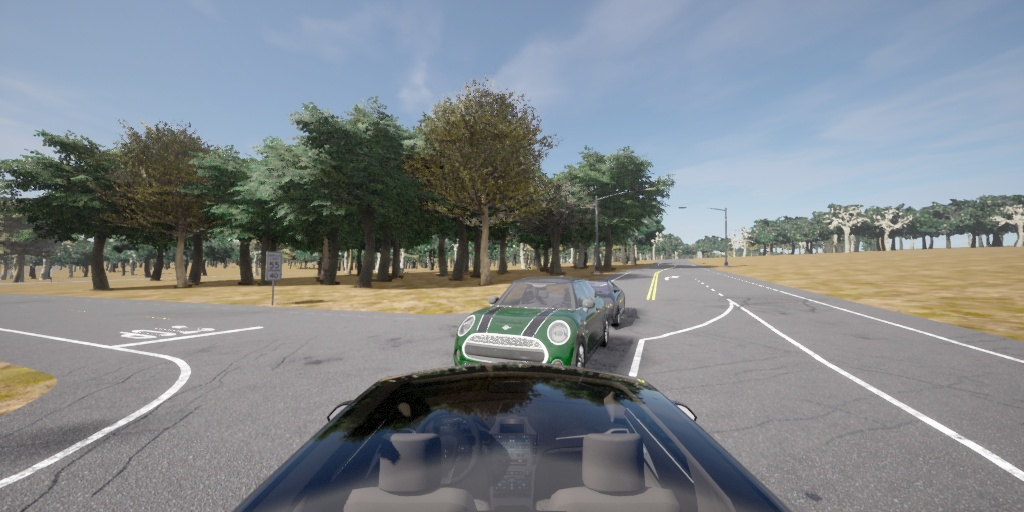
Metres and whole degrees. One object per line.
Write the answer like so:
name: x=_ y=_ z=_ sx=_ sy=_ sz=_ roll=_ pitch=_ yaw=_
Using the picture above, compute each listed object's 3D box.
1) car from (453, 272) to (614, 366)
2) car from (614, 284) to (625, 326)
car: x=0.686 y=1.222 z=7.422 sx=2.097 sy=1.767 sz=4.553 roll=-1 pitch=-2 yaw=22
car: x=2.913 y=1.554 z=12.854 sx=1.994 sy=1.385 sz=4.181 roll=-2 pitch=0 yaw=22
